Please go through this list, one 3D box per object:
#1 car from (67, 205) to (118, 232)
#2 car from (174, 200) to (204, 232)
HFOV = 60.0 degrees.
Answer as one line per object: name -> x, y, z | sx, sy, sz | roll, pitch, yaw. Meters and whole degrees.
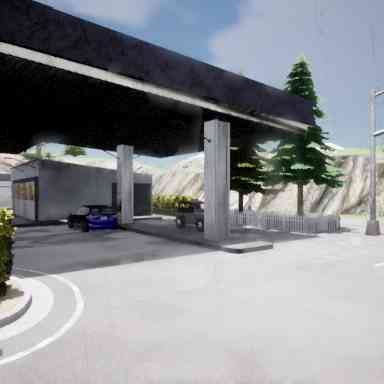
car -> -6.675, 1.672, 22.129 | 2.242, 1.667, 4.611 | 0, 0, -37
car -> 0.456, 1.505, 21.989 | 1.905, 1.878, 3.866 | 0, 0, -36
